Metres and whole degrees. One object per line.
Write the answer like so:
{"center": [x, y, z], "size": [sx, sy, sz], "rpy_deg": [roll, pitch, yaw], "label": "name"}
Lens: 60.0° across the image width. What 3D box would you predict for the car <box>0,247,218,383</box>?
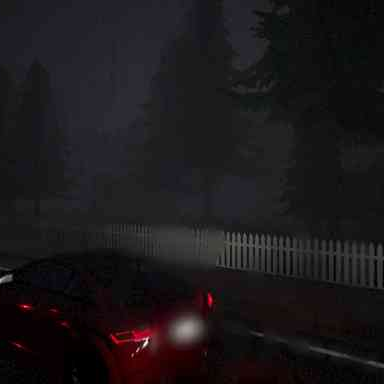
{"center": [-1.709, 1.564, 4.996], "size": [4.181, 1.385, 1.994], "rpy_deg": [0, 0, 35], "label": "car"}
